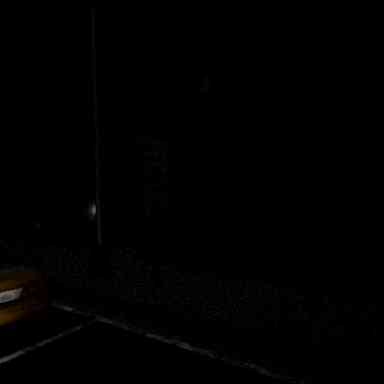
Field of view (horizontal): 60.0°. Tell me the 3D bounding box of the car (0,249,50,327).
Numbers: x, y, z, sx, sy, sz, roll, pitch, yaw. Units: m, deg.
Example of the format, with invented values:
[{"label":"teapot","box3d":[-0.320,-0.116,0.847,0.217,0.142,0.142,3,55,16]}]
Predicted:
[{"label":"car","box3d":[-4.508,1.408,5.890,4.829,1.417,1.752,0,1,34]}]
